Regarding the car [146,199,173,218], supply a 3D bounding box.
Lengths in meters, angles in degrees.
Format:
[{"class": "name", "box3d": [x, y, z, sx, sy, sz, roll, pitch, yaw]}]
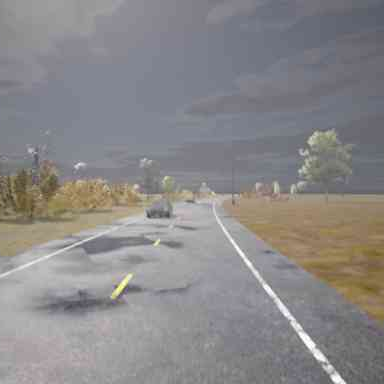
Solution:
[{"class": "car", "box3d": [-2.975, 1.505, 31.374, 2.097, 1.767, 4.553, 0, 0, 2]}]

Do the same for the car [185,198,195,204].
[{"class": "car", "box3d": [-0.360, 1.912, 72.579, 1.895, 1.301, 4.718, 0, 0, 5]}]

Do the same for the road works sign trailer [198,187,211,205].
[{"class": "road works sign trailer", "box3d": [2.465, 0.774, 64.334, 2.380, 3.560, 2.880, 0, 0, 5]}]
